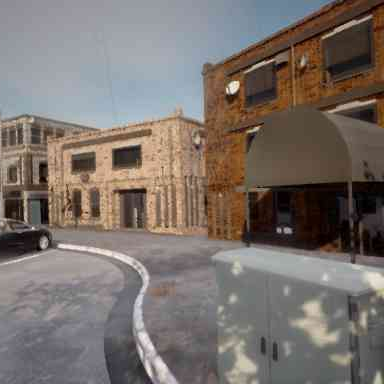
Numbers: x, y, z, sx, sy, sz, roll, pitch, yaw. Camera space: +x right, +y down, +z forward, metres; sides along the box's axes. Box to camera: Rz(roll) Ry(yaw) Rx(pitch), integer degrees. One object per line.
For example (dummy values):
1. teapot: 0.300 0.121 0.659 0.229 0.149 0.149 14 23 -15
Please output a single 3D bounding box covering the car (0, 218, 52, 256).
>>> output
1. car: -7.525 1.756 12.993 2.231 1.521 4.892 -1 -1 13
